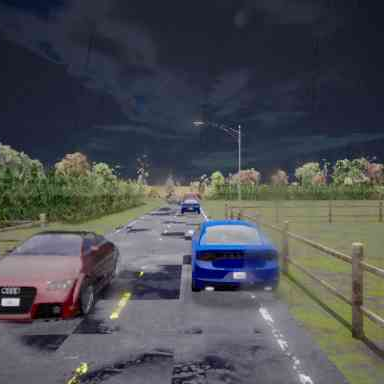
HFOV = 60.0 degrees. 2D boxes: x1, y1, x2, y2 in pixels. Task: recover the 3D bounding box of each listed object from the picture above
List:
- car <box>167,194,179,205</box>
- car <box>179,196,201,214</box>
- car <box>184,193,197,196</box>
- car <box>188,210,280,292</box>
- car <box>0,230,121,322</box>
[{"bbox_3d":[-3.041,1.310,56.514,2.097,1.767,4.553,0,0,0],"label":"car"},{"bbox_3d":[-0.113,1.465,34.940,1.882,1.535,5.008,0,0,0],"label":"car"},{"bbox_3d":[-0.229,1.196,45.371,2.150,2.045,5.566,0,0,0],"label":"car"},{"bbox_3d":[0.919,1.477,8.967,1.882,1.535,5.008,0,0,0],"label":"car"},{"bbox_3d":[-2.884,1.563,7.273,1.994,1.385,4.181,0,0,0],"label":"car"}]
